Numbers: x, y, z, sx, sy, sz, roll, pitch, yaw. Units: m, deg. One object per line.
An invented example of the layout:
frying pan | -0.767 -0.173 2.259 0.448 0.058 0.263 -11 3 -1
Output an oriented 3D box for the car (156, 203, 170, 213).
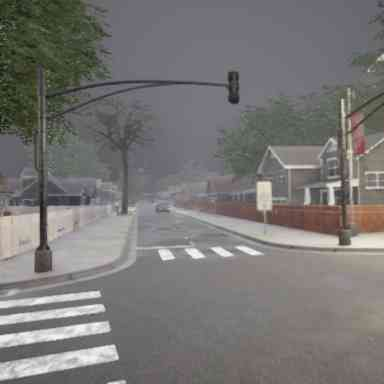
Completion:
car | -4.721 2.798 55.489 2.033 1.411 5.357 -1 -1 -8

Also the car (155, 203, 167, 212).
car | -5.790 2.910 62.001 1.837 1.490 4.892 -1 -1 -9
